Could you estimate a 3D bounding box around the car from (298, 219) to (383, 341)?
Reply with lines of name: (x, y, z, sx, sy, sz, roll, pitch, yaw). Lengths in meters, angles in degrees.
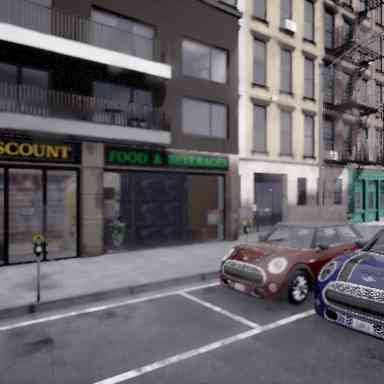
car: (4.313, 1.356, 6.144, 4.553, 1.767, 2.097, 0, 0, -35)

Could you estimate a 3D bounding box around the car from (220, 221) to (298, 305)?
car: (2.618, 1.444, 8.056, 4.097, 1.590, 1.967, 0, 0, -35)
